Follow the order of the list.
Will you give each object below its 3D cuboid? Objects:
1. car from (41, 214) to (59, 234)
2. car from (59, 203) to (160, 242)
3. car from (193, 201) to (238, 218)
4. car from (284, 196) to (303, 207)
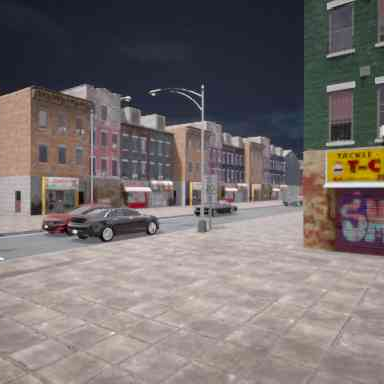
[{"bbox_3d":[-5.672,1.403,18.210,1.882,1.535,5.008,0,0,34],"label":"car"},{"bbox_3d":[-3.602,1.443,16.217,1.837,1.490,4.892,0,0,36],"label":"car"},{"bbox_3d":[2.105,1.455,29.064,1.895,1.301,4.718,0,1,36],"label":"car"},{"bbox_3d":[14.222,1.263,45.807,1.837,1.490,4.892,0,0,36],"label":"car"}]
